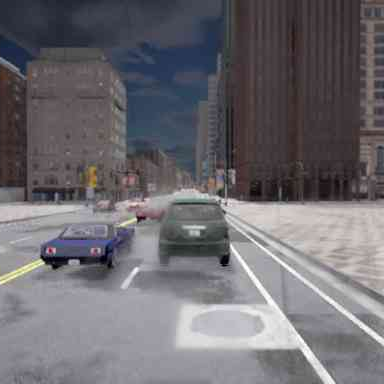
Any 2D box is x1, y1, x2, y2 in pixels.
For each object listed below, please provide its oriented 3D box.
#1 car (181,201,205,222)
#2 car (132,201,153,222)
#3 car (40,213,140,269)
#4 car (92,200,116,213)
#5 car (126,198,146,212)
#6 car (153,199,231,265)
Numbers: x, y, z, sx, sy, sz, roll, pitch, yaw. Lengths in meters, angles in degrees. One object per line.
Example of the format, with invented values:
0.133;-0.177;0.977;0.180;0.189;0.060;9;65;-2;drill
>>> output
0.077;1.575;27.995;1.837;1.490;4.892;0;0;0;car
-3.177;1.666;26.444;1.895;1.301;4.718;0;0;0;car
-3.173;1.620;11.210;1.895;1.301;4.718;0;0;0;car
-9.854;1.629;37.744;1.812;1.442;4.674;0;0;0;car
-6.599;1.464;40.081;2.097;1.767;4.553;0;0;0;car
0.081;1.241;11.862;2.150;2.045;5.566;0;0;0;car
